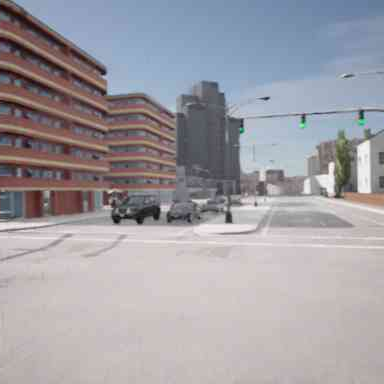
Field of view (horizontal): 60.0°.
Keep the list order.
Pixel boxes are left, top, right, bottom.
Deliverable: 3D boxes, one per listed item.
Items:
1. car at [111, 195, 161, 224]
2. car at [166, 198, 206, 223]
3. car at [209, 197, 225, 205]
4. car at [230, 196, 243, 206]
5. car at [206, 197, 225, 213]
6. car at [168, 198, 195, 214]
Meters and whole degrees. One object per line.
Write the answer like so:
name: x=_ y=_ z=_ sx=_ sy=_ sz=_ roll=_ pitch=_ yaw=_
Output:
car: x=-4.168 y=1.274 z=25.858 sx=2.150 sy=2.045 sz=5.566 roll=-1 pitch=0 yaw=15
car: x=-0.529 y=1.497 z=25.860 sx=1.837 sy=1.490 sz=4.892 roll=-1 pitch=0 yaw=15
car: x=4.385 y=1.492 z=57.194 sx=1.895 sy=1.301 sz=4.718 roll=-1 pitch=0 yaw=15
car: x=6.790 y=1.380 z=52.834 sx=1.812 sy=1.442 sz=4.674 roll=-1 pitch=0 yaw=16
car: x=2.223 y=1.541 z=36.054 sx=1.895 sy=1.301 sz=4.718 roll=-1 pitch=0 yaw=15
car: x=-1.098 y=1.496 z=37.259 sx=1.837 sy=1.490 sz=4.892 roll=-1 pitch=1 yaw=13
